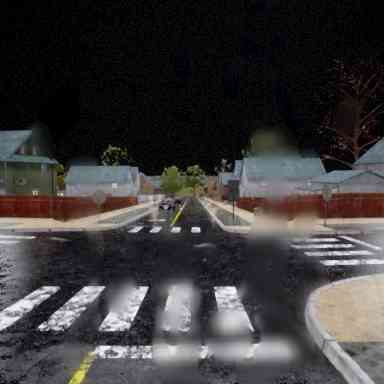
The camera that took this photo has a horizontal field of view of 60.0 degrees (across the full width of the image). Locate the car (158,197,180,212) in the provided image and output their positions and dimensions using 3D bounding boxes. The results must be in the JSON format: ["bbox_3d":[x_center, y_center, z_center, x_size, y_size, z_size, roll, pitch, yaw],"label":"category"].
[{"bbox_3d":[-2.830,1.492,38.525,2.128,1.511,4.902,0,0,0],"label":"car"}]

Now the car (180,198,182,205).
[{"bbox_3d":[-2.732,1.640,60.547,1.895,1.301,4.718,0,0,0],"label":"car"}]
